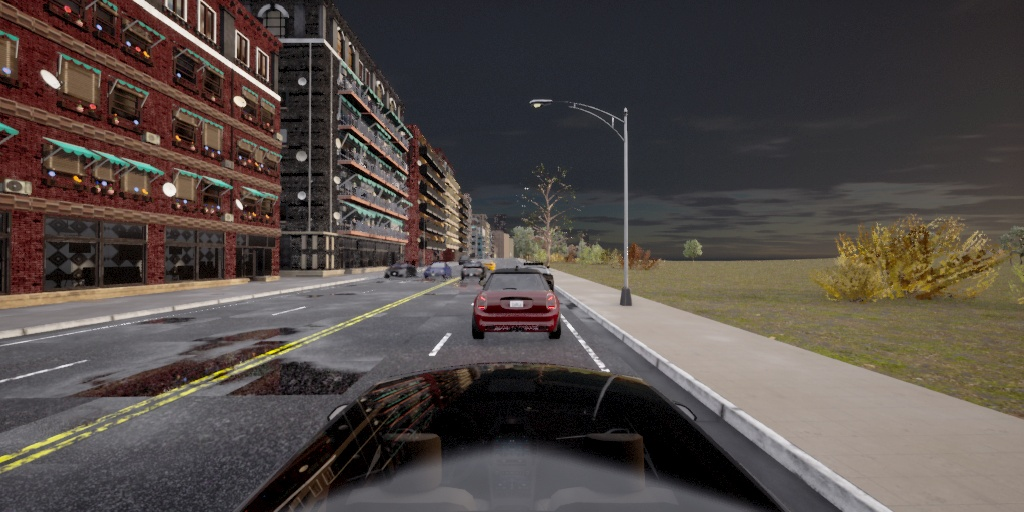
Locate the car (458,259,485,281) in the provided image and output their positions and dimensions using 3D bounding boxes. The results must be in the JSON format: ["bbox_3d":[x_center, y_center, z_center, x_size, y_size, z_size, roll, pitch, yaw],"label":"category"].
[{"bbox_3d":[-3.103,1.242,30.001,2.128,1.511,4.902,0,0,0],"label":"car"}]

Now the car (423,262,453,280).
[{"bbox_3d":[-6.547,1.279,32.123,1.812,1.442,4.674,0,0,0],"label":"car"}]

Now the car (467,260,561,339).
[{"bbox_3d":[0.110,1.104,10.219,2.097,1.767,4.553,0,0,0],"label":"car"}]

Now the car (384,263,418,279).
[{"bbox_3d":[-9.799,1.318,31.860,1.994,1.385,4.181,0,0,0],"label":"car"}]

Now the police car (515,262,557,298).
[{"bbox_3d":[1.168,1.178,19.715,1.930,1.638,5.238,0,0,0],"label":"police car"}]
